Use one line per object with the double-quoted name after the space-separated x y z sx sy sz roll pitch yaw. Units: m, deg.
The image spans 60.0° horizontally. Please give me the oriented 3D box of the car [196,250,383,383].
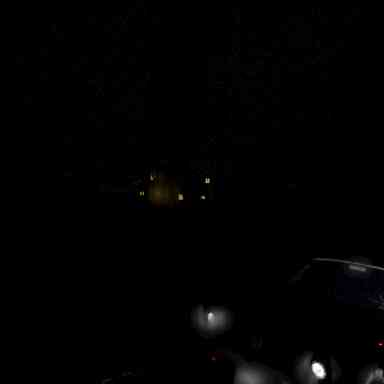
2.394 1.601 4.672 4.718 1.301 1.895 0 0 -36 "car"
